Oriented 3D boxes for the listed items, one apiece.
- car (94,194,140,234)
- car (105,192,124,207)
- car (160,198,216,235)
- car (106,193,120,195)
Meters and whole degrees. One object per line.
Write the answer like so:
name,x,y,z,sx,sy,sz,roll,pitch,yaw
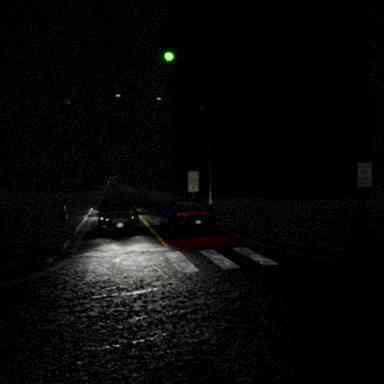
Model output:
car,-3.756,1.100,16.593,2.128,1.511,4.902,-2,2,-16
car,-8.543,0.757,36.474,1.895,1.301,4.718,-1,2,-14
car,-0.338,1.033,16.093,1.882,1.535,5.008,-2,2,-14
car,-6.180,0.888,26.538,1.837,1.490,4.892,-1,2,-14
